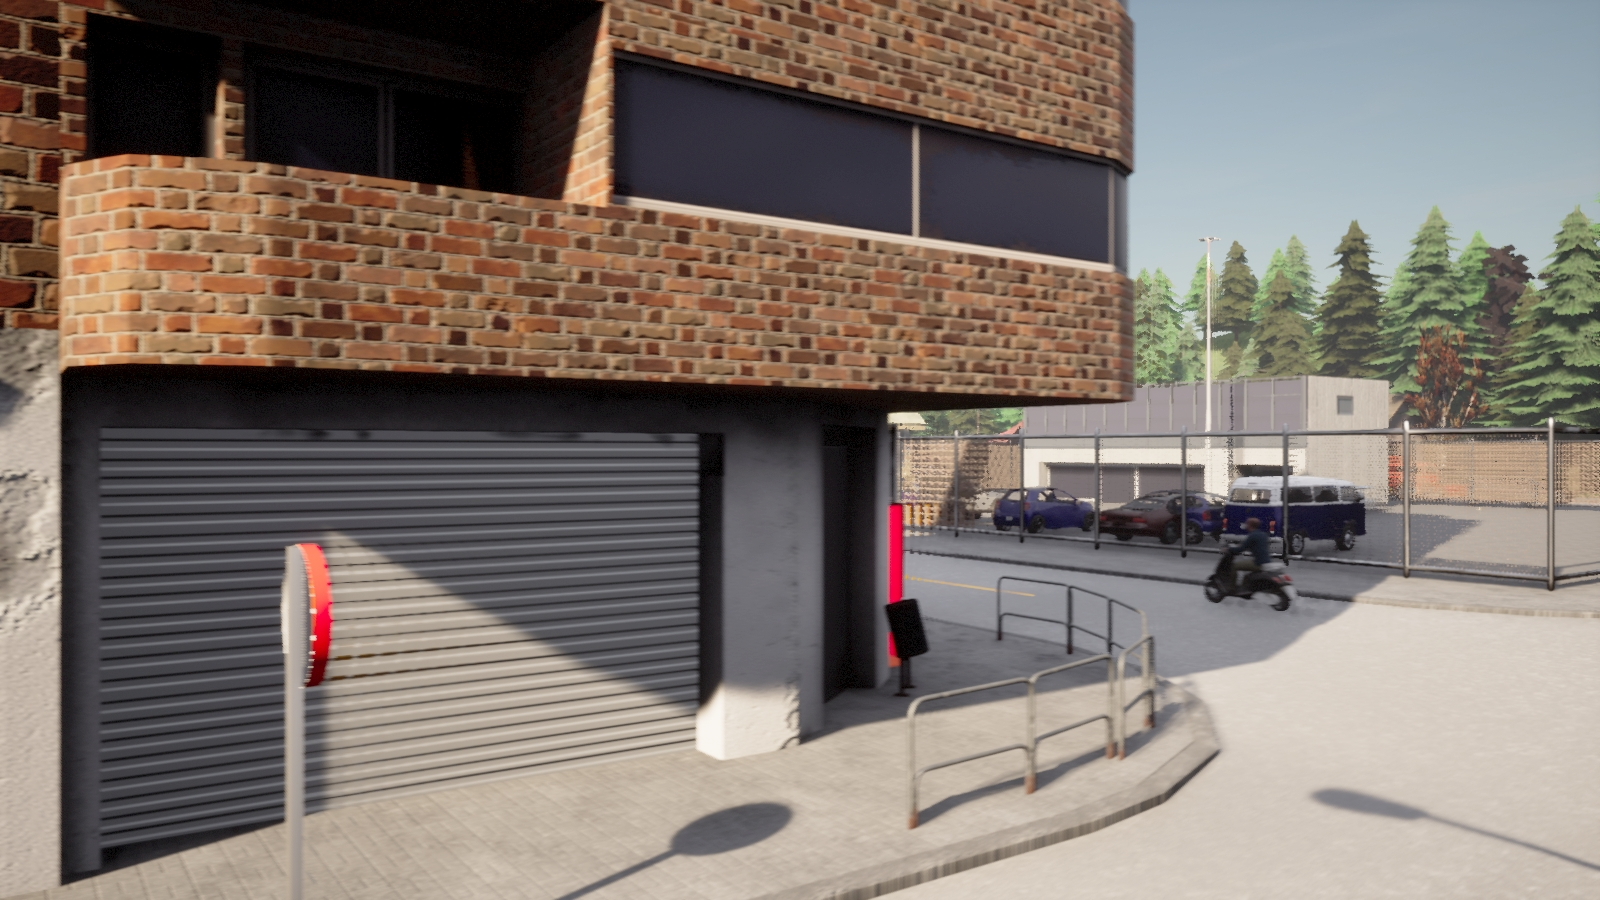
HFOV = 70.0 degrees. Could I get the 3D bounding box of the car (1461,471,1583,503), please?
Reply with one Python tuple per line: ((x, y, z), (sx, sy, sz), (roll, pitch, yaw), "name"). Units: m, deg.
((36.778, 1.843, 58.339), (2.163, 1.488, 4.792), (0, 0, -35), "car")
